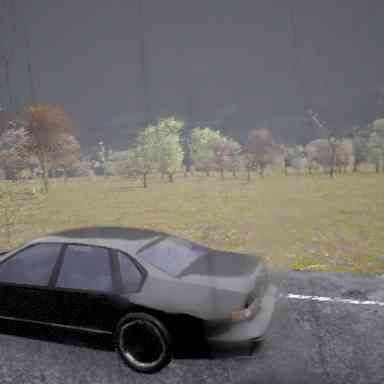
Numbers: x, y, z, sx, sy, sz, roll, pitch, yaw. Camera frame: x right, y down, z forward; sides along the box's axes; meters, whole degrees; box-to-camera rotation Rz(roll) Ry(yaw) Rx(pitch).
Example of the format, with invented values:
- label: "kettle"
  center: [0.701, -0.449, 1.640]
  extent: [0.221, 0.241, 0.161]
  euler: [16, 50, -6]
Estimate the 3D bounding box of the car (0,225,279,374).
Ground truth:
- label: "car"
  center: [-1.529, 1.249, 4.840]
  extent: [5.357, 1.411, 2.033]
  euler: [-1, 4, 19]
